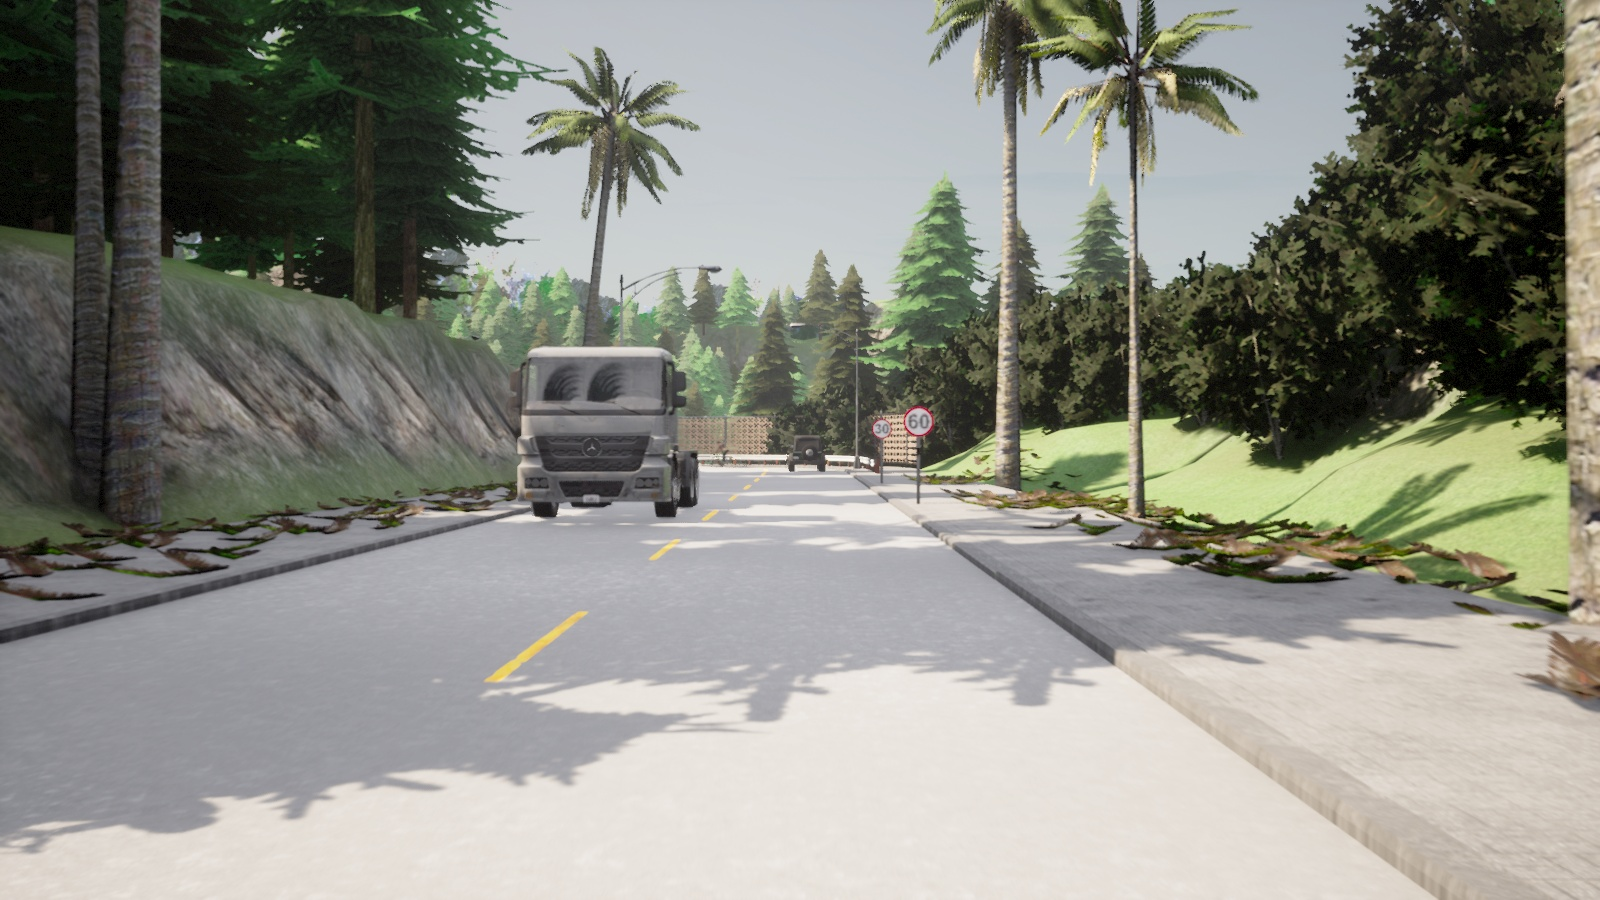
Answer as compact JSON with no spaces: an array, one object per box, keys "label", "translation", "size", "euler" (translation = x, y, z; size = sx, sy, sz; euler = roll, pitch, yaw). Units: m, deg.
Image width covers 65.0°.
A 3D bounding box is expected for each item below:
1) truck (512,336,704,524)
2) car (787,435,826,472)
[{"label":"truck","translation":[-3.830,-0.391,27.031],"size":[2.891,3.462,7.936],"euler":[0,0,0]},{"label":"car","translation":[0.323,0.171,65.966],"size":[1.905,1.878,3.866],"euler":[0,0,-2]}]
